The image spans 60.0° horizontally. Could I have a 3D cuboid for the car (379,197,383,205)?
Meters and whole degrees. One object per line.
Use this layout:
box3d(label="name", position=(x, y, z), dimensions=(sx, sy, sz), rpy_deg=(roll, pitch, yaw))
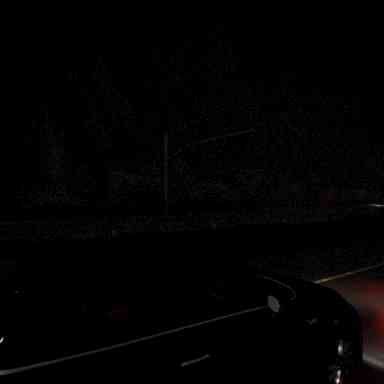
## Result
box3d(label="car", position=(31.693, 1.242, 52.983), dimensions=(4.892, 1.490, 1.837), rpy_deg=(0, 0, -36))

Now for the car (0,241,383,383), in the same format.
box3d(label="car", position=(-0.107, 1.351, 3.668), dimensions=(4.553, 1.767, 2.097), rpy_deg=(0, 0, -36))
